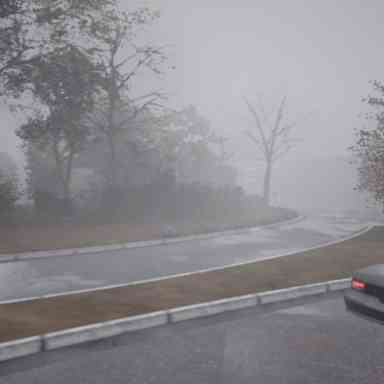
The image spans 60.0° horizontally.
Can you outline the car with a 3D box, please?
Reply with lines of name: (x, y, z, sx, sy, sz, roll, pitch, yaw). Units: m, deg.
car: (5.169, 1.587, 6.048, 5.357, 1.411, 2.033, 0, 0, -28)
